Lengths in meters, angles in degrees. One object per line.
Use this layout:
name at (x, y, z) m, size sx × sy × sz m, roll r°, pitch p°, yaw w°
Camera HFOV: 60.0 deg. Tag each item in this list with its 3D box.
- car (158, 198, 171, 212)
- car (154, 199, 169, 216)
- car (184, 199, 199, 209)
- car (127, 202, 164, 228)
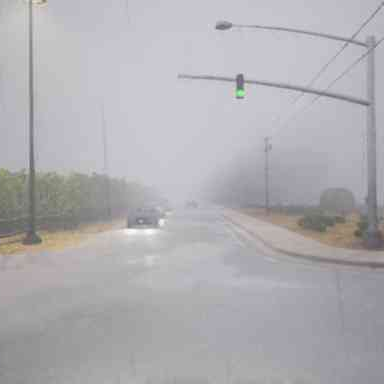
car at (-3.711, 1.527, 41.990) m, size 2.097 × 1.767 × 4.553 m, roll -1°, pitch 0°, yaw -1°
car at (-3.476, 1.666, 31.871) m, size 1.812 × 1.442 × 4.674 m, roll -1°, pitch 0°, yaw -1°
car at (-0.120, 1.686, 47.732) m, size 1.812 × 1.442 × 4.674 m, roll -1°, pitch 0°, yaw 1°
car at (-3.283, 1.674, 23.207) m, size 1.994 × 1.385 × 4.181 m, roll -1°, pitch 0°, yaw -1°
